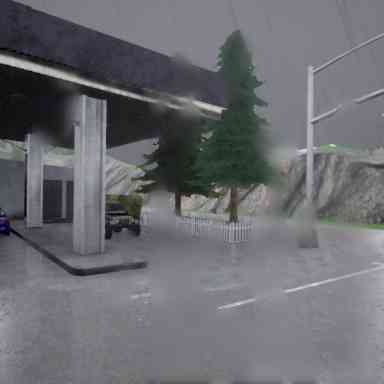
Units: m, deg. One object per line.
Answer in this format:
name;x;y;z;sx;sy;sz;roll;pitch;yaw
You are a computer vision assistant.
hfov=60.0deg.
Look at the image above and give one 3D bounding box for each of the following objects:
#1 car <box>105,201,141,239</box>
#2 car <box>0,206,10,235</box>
car;-4.438;1.445;18.337;1.905;1.878;3.866;1;0;-36
car;-11.569;1.521;18.540;2.242;1.667;4.611;1;0;-36
